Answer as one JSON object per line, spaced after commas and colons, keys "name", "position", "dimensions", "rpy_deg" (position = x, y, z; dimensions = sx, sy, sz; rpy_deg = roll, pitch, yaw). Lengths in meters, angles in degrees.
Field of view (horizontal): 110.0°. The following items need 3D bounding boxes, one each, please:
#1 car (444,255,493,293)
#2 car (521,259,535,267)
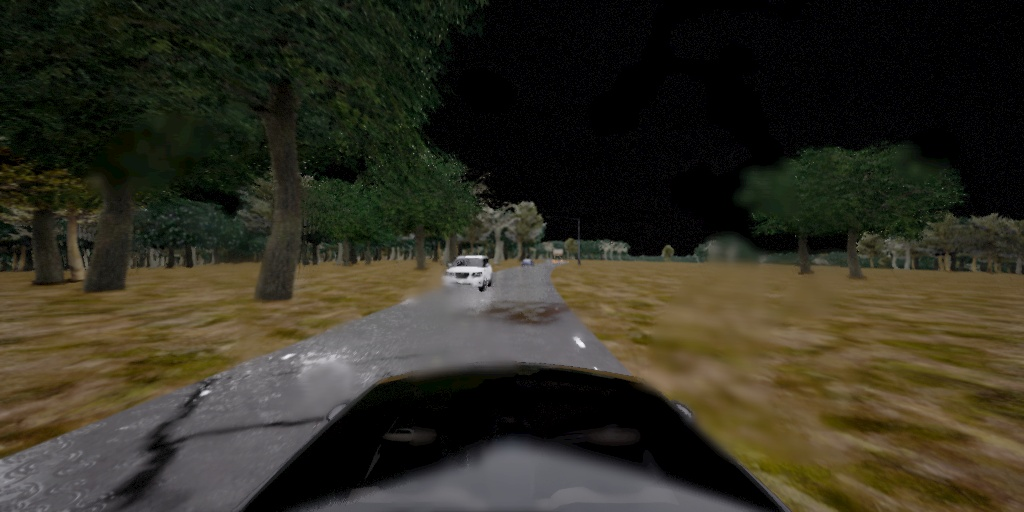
{"name": "car", "position": [-2.446, 0.978, 21.472], "dimensions": [2.150, 2.045, 5.566], "rpy_deg": [0, 0, 4]}
{"name": "car", "position": [2.790, 1.198, 63.395], "dimensions": [1.812, 1.442, 4.674], "rpy_deg": [0, 0, 11]}
